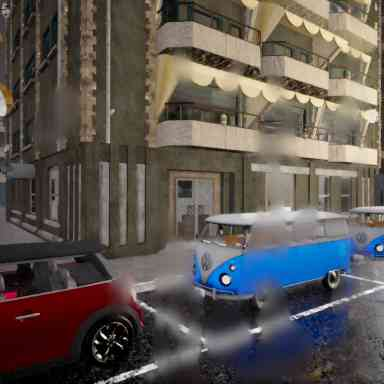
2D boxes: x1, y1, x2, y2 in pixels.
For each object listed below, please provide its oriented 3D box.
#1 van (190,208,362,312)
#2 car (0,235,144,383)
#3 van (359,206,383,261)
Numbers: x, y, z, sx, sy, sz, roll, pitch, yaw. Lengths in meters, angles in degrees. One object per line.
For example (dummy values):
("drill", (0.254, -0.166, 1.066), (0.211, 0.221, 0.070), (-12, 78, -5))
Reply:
("van", (1.860, 1.343, 7.435), (3.998, 1.788, 1.690), (0, 0, -36))
("car", (-2.765, 1.440, 4.121), (4.097, 1.590, 1.967), (0, 0, -36))
("van", (6.485, 1.346, 10.750), (3.998, 1.788, 1.690), (0, 0, -36))
